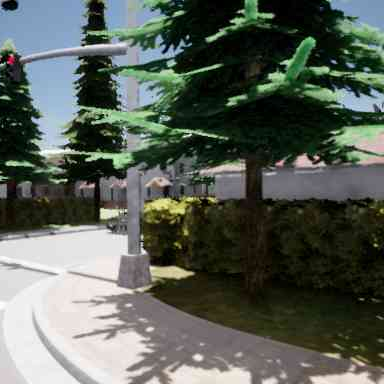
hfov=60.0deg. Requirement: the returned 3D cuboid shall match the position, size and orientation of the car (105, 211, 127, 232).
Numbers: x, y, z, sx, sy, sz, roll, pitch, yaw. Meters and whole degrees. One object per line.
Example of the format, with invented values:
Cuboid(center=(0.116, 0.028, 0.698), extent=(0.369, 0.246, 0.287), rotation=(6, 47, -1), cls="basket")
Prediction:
Cuboid(center=(-3.285, 1.711, 21.213), extent=(1.837, 1.490, 4.892), rotation=(-1, 0, 35), cls="car")
